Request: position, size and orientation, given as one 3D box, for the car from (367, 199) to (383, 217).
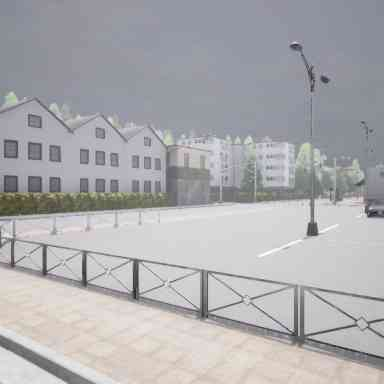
[{"bbox_3d":[15.406,1.298,26.817,2.007,1.523,4.514,0,0,35],"label":"car"}]
